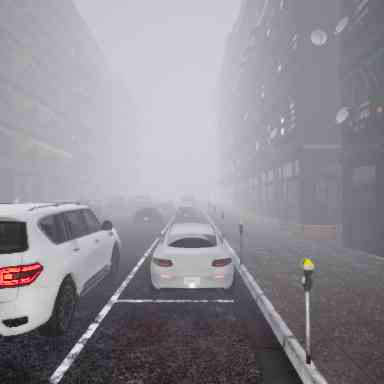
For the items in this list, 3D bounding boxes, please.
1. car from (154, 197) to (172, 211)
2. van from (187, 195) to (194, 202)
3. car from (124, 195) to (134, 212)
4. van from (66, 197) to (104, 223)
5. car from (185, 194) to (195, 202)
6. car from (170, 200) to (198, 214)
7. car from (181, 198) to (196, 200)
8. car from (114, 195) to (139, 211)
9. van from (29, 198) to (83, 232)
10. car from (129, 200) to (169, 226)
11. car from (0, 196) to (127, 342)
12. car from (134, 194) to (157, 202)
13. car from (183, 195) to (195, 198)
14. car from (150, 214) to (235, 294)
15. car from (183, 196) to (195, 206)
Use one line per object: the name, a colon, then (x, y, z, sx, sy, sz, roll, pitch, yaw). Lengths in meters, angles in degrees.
car: (-2.946, 1.617, 38.542, 1.994, 1.385, 4.181, 0, 0, 0)
van: (-0.470, 1.576, 87.068, 1.690, 1.788, 3.998, 1, 0, 0)
car: (-8.312, 1.366, 37.346, 2.192, 1.841, 5.009, 1, 0, 0)
van: (-8.313, 1.368, 26.285, 1.690, 1.788, 3.998, 1, 0, 0)
car: (-0.469, 1.521, 81.536, 2.192, 1.841, 5.009, 1, 0, 0)
car: (-0.437, 1.572, 26.224, 1.887, 1.381, 4.507, 1, 0, 0)
car: (-0.437, 1.583, 31.754, 1.887, 1.381, 4.507, 1, 0, 0)
car: (-8.312, 1.379, 42.876, 2.192, 1.841, 5.009, 1, 0, 0)
van: (-8.311, 1.359, 20.753, 1.690, 1.788, 3.998, 2, 0, 0)
car: (-2.947, 1.548, 23.640, 1.812, 1.442, 4.674, 0, 0, 0)
car: (-3.020, 1.227, 6.764, 2.150, 2.045, 5.566, 0, 0, 0)
car: (-5.838, 1.278, 39.346, 2.150, 2.045, 5.566, 0, 0, 0)
car: (-0.427, 1.490, 37.286, 1.967, 1.590, 4.097, 1, 0, 0)
car: (0.003, 1.531, 8.653, 1.812, 1.442, 4.674, 0, 0, 0)
car: (-0.471, 1.553, 59.411, 1.967, 1.590, 4.097, 1, 0, 0)
